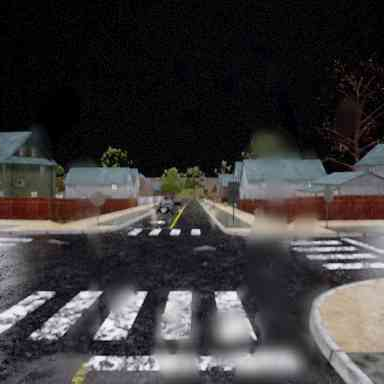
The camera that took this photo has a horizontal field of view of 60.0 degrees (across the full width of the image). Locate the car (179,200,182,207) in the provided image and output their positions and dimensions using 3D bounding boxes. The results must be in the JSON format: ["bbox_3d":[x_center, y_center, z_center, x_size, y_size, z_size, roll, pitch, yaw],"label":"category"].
[{"bbox_3d":[-2.776,1.962,58.312,1.895,1.301,4.718,0,0,0],"label":"car"}]

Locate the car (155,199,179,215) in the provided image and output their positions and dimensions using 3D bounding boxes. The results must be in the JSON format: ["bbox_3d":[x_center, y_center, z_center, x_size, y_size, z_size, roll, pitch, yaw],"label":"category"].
[{"bbox_3d":[-2.846,1.692,35.974,2.128,1.511,4.902,0,0,0],"label":"car"}]
